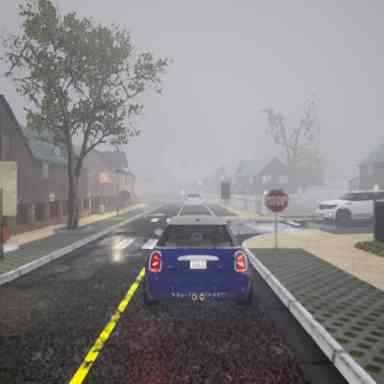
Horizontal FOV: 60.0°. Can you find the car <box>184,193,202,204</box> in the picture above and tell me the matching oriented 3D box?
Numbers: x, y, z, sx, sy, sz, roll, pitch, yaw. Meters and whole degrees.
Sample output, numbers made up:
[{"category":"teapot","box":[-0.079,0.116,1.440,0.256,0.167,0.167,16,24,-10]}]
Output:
[{"category":"car","box":[0.181,1.130,44.539,2.150,2.045,5.566,0,0,0]}]

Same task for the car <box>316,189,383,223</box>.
[{"category":"car","box":[11.049,0.886,21.689,5.566,2.045,2.150,-1,0,-2]}]

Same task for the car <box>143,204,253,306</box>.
[{"category":"car","box":[0.117,1.339,8.166,2.097,1.767,4.553,0,0,0]}]
